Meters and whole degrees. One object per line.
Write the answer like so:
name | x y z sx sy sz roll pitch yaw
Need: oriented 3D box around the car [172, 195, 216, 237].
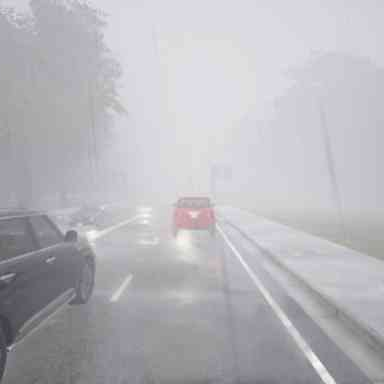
car | 0.100 1.194 17.988 2.150 2.045 5.566 0 0 0

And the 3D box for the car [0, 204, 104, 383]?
car | -3.152 1.213 4.879 2.150 2.045 5.566 0 0 0

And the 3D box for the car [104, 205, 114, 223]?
car | -6.600 1.516 22.260 2.033 1.411 5.357 0 0 0

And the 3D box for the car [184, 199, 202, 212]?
car | 0.097 1.536 40.010 1.994 1.385 4.181 0 0 0

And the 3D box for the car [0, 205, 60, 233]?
car | -9.848 1.535 20.235 1.994 1.385 4.181 0 0 0
